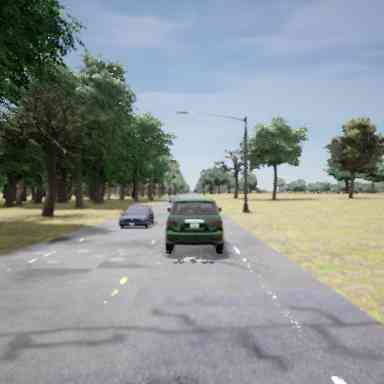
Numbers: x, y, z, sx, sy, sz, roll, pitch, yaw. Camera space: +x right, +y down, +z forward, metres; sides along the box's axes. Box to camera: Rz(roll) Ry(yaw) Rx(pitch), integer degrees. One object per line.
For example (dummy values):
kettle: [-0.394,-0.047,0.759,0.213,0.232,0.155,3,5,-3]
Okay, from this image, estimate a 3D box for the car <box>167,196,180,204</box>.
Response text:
car: [-3.501,1.505,63.485,2.128,1.511,4.902,0,0,0]

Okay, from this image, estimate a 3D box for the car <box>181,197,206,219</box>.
car: [0.106,1.386,30.450,2.097,1.767,4.553,0,0,0]

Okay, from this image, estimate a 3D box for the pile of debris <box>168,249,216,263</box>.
pile of debris: [0.003,2.195,11.462,1.500,0.140,1.860,0,0,0]

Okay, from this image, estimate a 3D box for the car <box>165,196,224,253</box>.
car: [0.113,1.244,14.004,2.150,2.045,5.566,0,0,1]

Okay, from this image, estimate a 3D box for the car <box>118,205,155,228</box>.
car: [-3.592,1.578,22.551,2.033,1.411,5.357,0,0,0]
